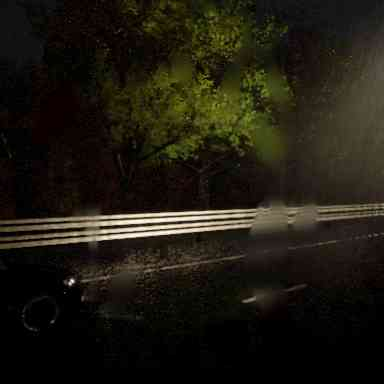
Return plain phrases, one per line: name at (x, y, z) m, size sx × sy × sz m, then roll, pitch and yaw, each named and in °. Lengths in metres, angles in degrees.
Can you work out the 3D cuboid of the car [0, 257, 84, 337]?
car at (-3.938, 1.565, 5.249) m, size 4.181 × 1.385 × 1.994 m, roll 0°, pitch 0°, yaw -36°
